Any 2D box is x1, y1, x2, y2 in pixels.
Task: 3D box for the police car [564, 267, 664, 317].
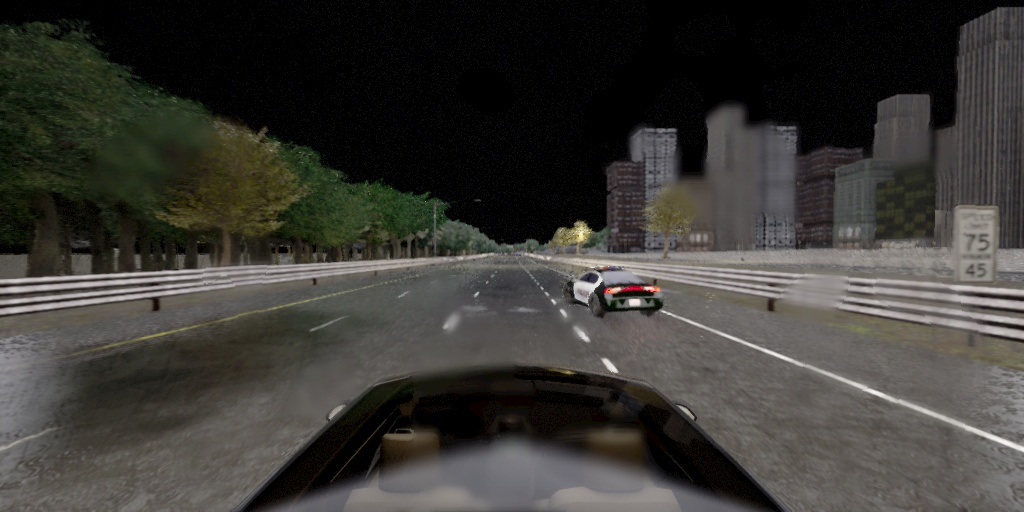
[{"bbox_3d":[3.333,1.179,13.018,2.038,1.542,4.974,-1,0,-7],"label":"police car"}]
